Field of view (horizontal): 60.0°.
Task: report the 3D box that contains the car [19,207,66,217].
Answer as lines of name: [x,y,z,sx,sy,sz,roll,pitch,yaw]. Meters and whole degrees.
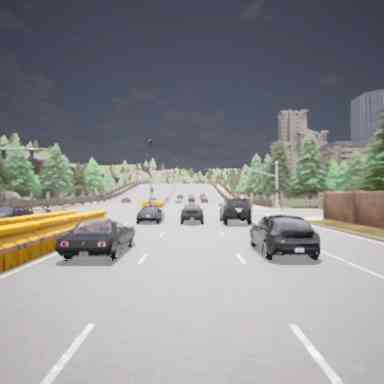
car: [-10.516,1.873,24.781,1.895,1.301,4.718,0,-1,0]

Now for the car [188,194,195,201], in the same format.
car: [-0.109,2.035,89.710,1.882,1.535,5.008,0,3,0]

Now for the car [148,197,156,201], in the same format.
car: [-10.602,2.159,88.580,2.128,1.511,4.902,0,2,0]

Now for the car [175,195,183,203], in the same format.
car: [-3.609,2.151,89.726,1.895,1.301,4.718,0,3,0]

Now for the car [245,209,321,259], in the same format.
car: [3.518,1.654,13.241,1.837,1.490,4.892,0,0,0]

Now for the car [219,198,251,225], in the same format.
car: [3.510,1.525,27.321,2.150,2.045,5.566,0,0,0]

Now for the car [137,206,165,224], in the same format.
car: [-3.479,1.875,28.268,1.994,1.385,4.181,0,-1,0]

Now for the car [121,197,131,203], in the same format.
car: [-17.602,2.159,88.541,2.128,1.511,4.902,0,2,0]

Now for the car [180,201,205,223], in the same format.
car: [0.020,1.818,28.265,1.837,1.490,4.892,0,0,0]

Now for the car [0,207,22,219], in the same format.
car: [-14.010,1.828,25.506,2.033,1.411,5.357,0,-1,0]

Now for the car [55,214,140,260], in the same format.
car: [-3.484,1.745,12.985,1.895,1.301,4.718,0,-1,0]

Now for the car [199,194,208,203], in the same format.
car: [3.391,2.082,89.732,1.812,1.442,4.674,0,3,0]
